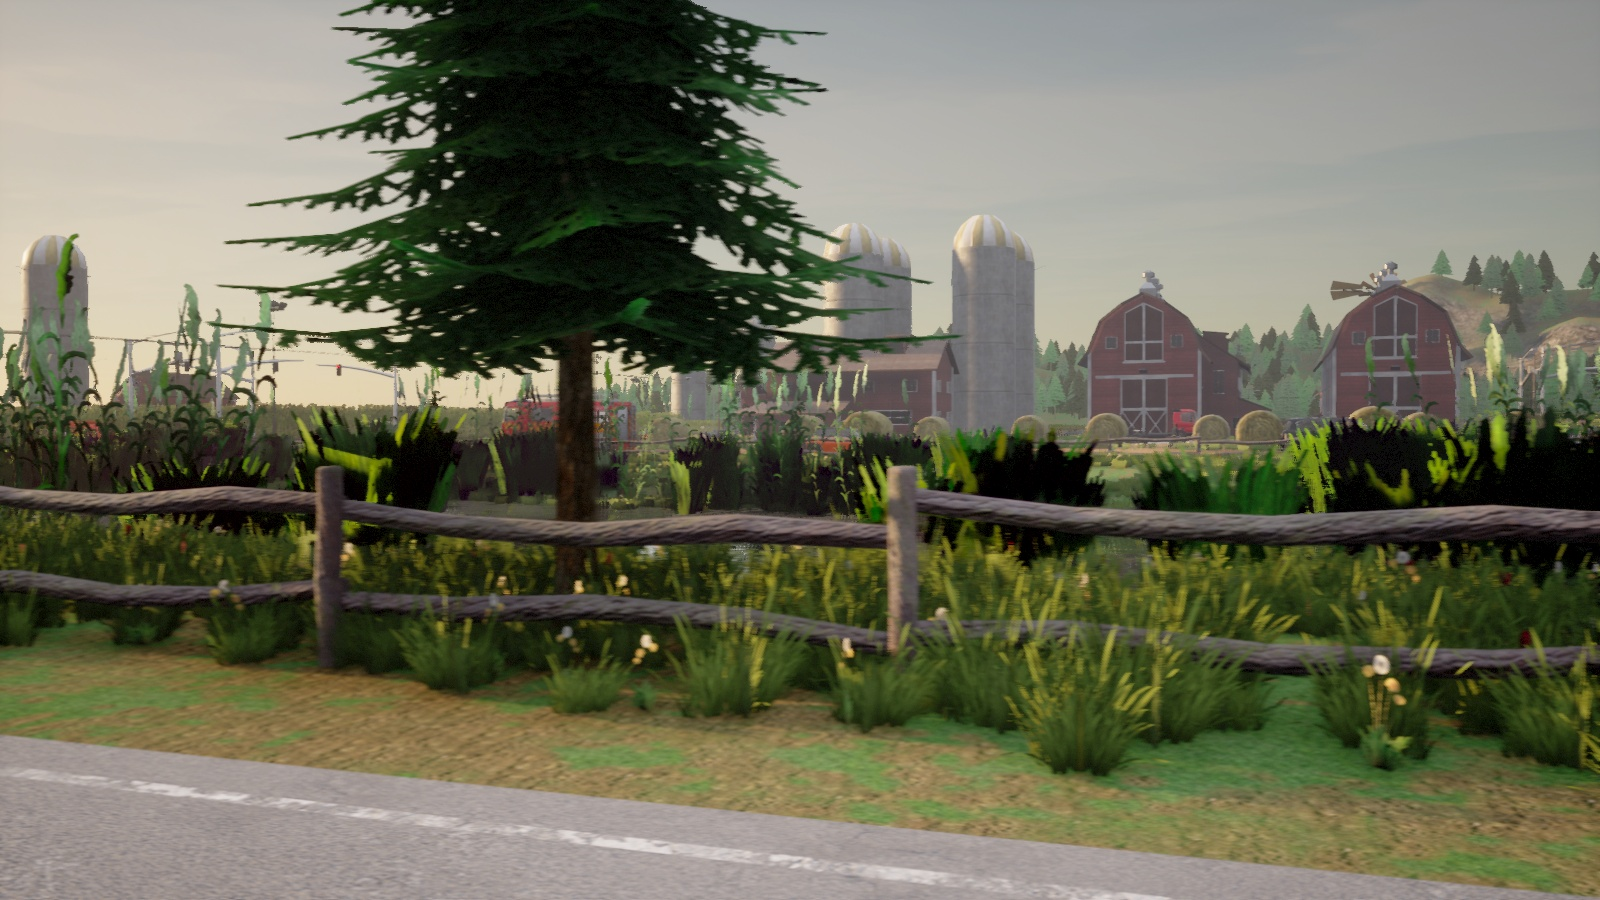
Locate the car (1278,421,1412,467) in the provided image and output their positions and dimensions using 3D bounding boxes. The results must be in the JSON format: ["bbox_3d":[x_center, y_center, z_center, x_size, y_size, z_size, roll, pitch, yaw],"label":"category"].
[{"bbox_3d":[25.090,-0.312,57.977,5.566,2.045,2.150,1,1,24],"label":"car"}]

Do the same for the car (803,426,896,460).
[{"bbox_3d":[2.689,-0.412,67.740,4.553,1.767,2.097,1,1,24],"label":"car"}]

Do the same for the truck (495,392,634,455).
[{"bbox_3d":[-14.883,-1.684,79.200,8.468,3.827,2.891,1,1,24],"label":"truck"}]
